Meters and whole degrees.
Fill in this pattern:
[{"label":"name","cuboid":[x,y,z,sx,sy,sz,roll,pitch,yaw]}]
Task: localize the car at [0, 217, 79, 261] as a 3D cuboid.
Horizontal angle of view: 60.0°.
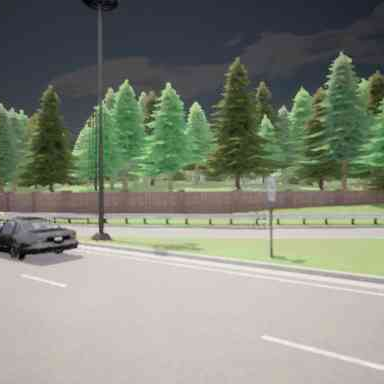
[{"label":"car","cuboid":[-6.702,1.700,12.996,5.357,1.411,2.033,-1,0,35]}]
